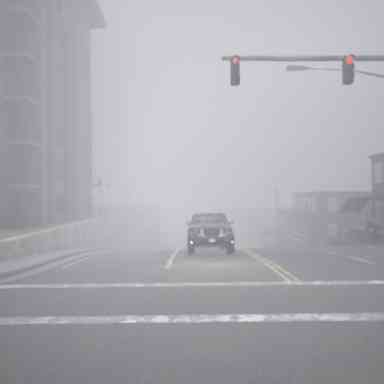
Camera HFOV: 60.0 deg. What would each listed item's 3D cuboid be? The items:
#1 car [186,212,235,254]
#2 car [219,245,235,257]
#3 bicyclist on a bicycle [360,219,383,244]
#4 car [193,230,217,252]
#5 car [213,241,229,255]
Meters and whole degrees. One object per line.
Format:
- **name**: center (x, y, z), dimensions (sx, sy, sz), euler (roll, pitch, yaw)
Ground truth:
- **car**: center (0.904, 2.064, 17.409), dimensions (2.150, 2.045, 5.566), euler (-1, -6, 0)
- **car**: center (4.813, 8.296, 46.449), dimensions (1.837, 1.490, 4.892), euler (-1, -11, 1)
- **bicyclist on a bicycle**: center (11.890, 2.645, 22.015), dimensions (1.656, 1.620, 0.582), euler (-1, -8, 1)
- **car**: center (0.992, 4.089, 27.330), dimensions (1.812, 1.442, 4.674), euler (-1, -13, 0)
- **car**: center (4.843, 9.478, 56.710), dimensions (2.150, 2.045, 5.566), euler (-1, -6, 0)
